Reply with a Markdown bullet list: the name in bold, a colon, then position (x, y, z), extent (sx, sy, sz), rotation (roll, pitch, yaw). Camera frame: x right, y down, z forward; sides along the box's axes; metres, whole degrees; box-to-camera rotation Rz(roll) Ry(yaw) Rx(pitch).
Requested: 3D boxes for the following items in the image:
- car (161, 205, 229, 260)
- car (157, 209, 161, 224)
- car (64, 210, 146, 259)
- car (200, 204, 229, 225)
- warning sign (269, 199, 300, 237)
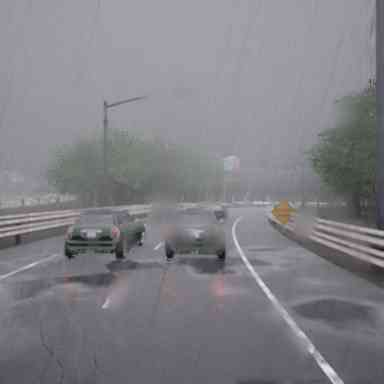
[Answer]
- **car**: position (0.237, 1.492, 13.242), extent (2.097, 1.767, 4.553), rotation (0, -1, 4)
- **car**: position (-1.584, 1.853, 28.155), extent (1.837, 1.490, 4.892), rotation (0, 0, 11)
- **car**: position (-3.261, 1.495, 13.376), extent (2.097, 1.767, 4.553), rotation (0, -1, 4)
- **car**: position (2.017, 1.823, 28.324), extent (1.882, 1.535, 5.008), rotation (0, -1, 11)
- **warning sign**: position (4.614, 1.295, 16.752), extent (1.300, 1.860, 1.060), rotation (-1, -1, 5)
